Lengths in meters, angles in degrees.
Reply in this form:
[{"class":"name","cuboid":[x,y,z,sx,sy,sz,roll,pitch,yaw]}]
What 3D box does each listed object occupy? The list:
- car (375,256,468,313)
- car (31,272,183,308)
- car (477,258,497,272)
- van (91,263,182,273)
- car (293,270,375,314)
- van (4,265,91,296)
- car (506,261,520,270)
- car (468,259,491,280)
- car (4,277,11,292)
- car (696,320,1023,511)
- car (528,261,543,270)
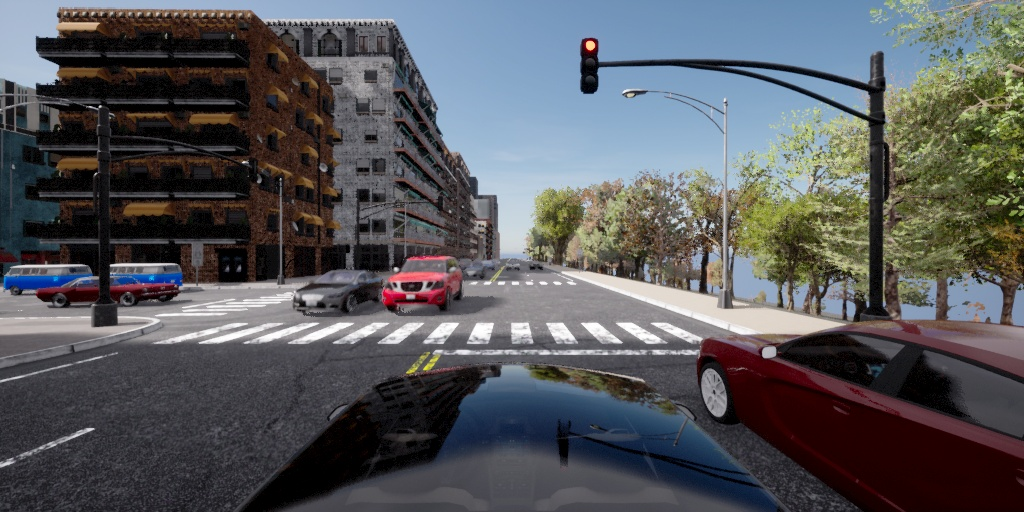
[{"class":"car","cuboid":[-3.354,1.012,14.644,2.150,2.045,5.566,-1,0,0]},{"class":"car","cuboid":[-18.085,1.573,16.288,4.718,1.301,1.895,-1,0,-1]},{"class":"car","cuboid":[-3.306,1.285,47.724,1.812,1.442,4.674,0,0,0]},{"class":"van","cuboid":[-22.701,1.351,22.024,3.998,1.789,1.690,0,0,-1]},{"class":"car","cuboid":[-6.595,1.308,14.247,2.128,1.511,4.902,0,0,0]},{"class":"van","cuboid":[-28.302,1.425,21.953,3.998,1.789,1.690,0,0,-1]},{"class":"car","cuboid":[0.147,1.363,52.172,1.895,1.301,4.718,0,0,0]},{"class":"car","cuboid":[-3.322,1.244,31.696,2.128,1.511,4.902,0,0,0]},{"class":"car","cuboid":[-22.621,1.624,13.678,4.207,1.307,1.802,0,0,-1]},{"class":"car","cuboid":[3.350,1.228,2.718,1.882,1.535,5.008,0,0,0]},{"class":"car","cuboid":[3.397,1.363,52.146,1.895,1.301,4.718,0,0,0]}]
